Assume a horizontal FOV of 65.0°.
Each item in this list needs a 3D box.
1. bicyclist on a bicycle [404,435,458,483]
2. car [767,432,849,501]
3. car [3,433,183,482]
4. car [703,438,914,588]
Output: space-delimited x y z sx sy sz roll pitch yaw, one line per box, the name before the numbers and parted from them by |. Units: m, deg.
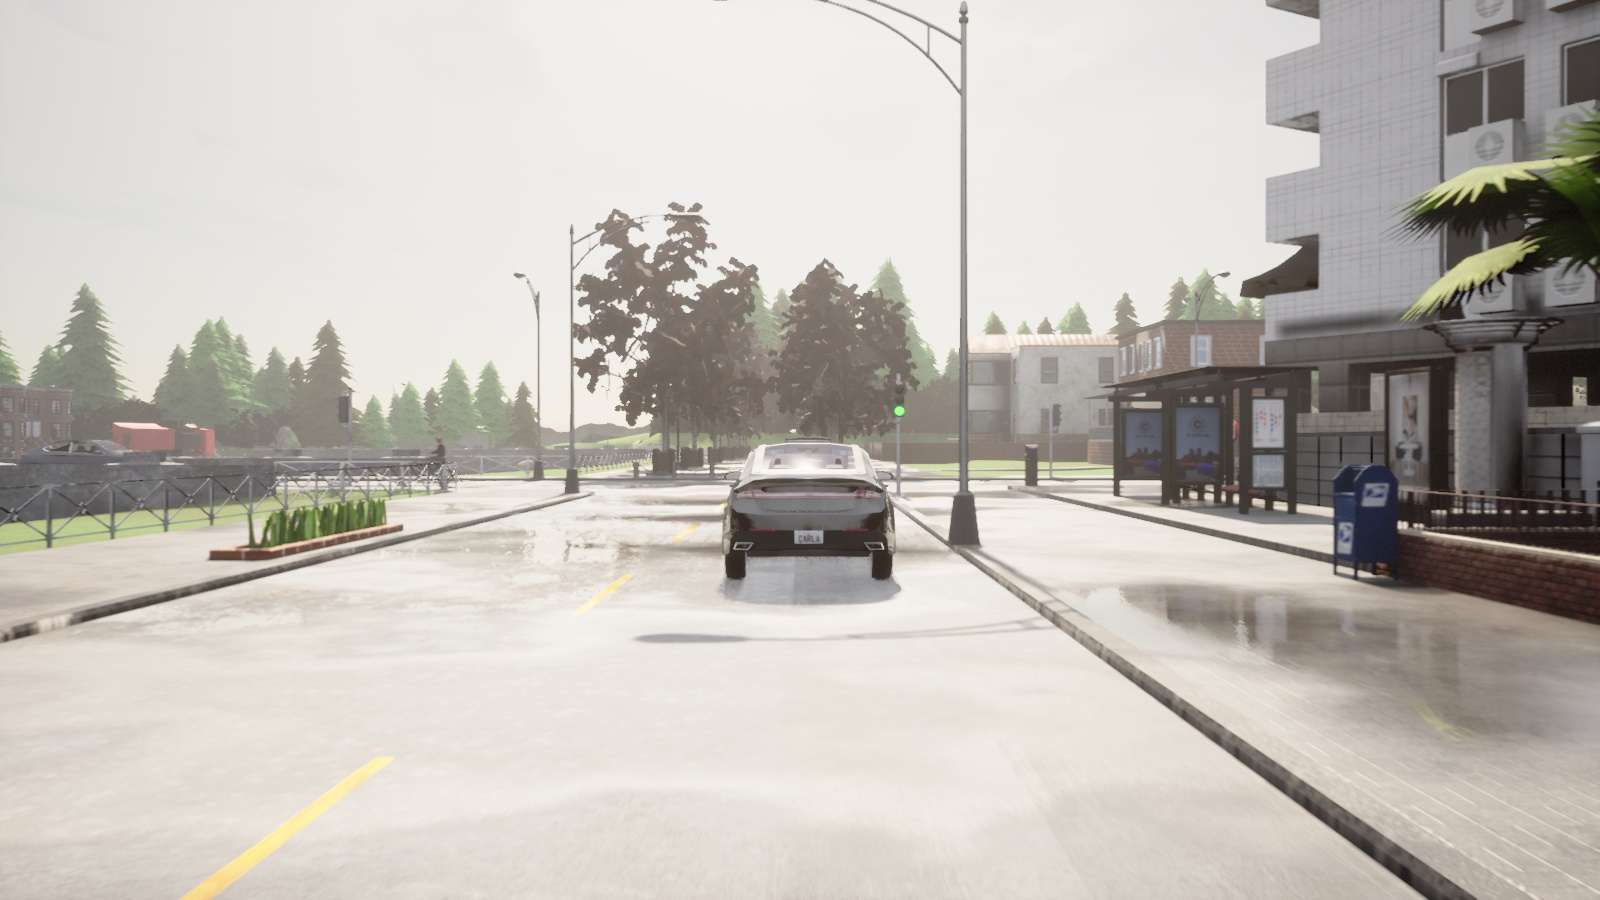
bicyclist on a bicycle | -13.917 0.339 47.363 1.843 1.776 0.659 0 0 1
car | 0.226 0.412 34.272 2.097 1.767 4.553 0 0 1
car | -24.392 0.260 43.471 5.027 1.651 2.152 0 0 0
car | 0.102 0.618 15.112 2.128 1.511 4.902 0 0 0
